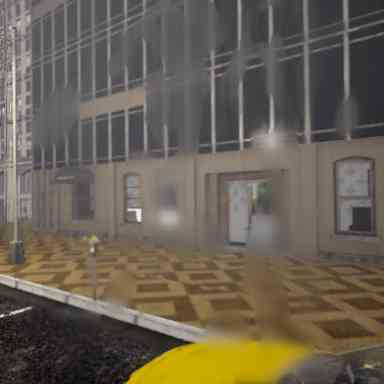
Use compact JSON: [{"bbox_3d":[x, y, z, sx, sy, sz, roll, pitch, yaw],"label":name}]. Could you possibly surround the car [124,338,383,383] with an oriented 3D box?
[{"bbox_3d":[1.477,1.523,1.825,4.829,1.417,1.752,-1,-1,36],"label":"car"}]
